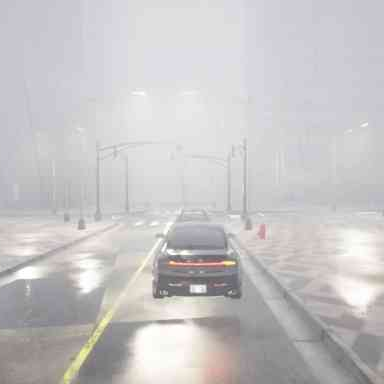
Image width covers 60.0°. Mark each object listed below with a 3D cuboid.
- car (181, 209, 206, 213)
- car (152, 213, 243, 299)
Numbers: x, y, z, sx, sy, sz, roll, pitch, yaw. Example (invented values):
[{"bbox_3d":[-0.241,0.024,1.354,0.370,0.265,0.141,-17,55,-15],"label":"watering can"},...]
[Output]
[{"bbox_3d":[0.061,1.557,17.340,1.994,1.385,4.181,0,0,1],"label":"car"},{"bbox_3d":[0.101,1.502,8.437,1.837,1.490,4.892,0,0,0],"label":"car"}]
